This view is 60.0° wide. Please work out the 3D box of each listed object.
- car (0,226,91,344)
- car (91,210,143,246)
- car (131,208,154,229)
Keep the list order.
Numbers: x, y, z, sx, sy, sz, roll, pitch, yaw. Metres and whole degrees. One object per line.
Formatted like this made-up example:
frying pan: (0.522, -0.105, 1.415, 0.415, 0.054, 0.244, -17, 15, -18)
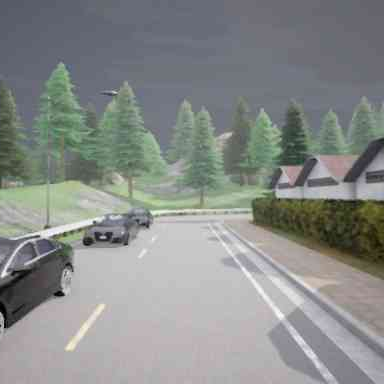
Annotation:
car: (-3.686, 1.577, 6.079, 2.128, 1.511, 4.902, 0, -1, -1)
car: (-3.813, 1.780, 16.238, 1.994, 1.385, 4.181, 0, -1, 0)
car: (-3.892, 1.883, 24.258, 1.994, 1.385, 4.181, 0, -1, -1)
